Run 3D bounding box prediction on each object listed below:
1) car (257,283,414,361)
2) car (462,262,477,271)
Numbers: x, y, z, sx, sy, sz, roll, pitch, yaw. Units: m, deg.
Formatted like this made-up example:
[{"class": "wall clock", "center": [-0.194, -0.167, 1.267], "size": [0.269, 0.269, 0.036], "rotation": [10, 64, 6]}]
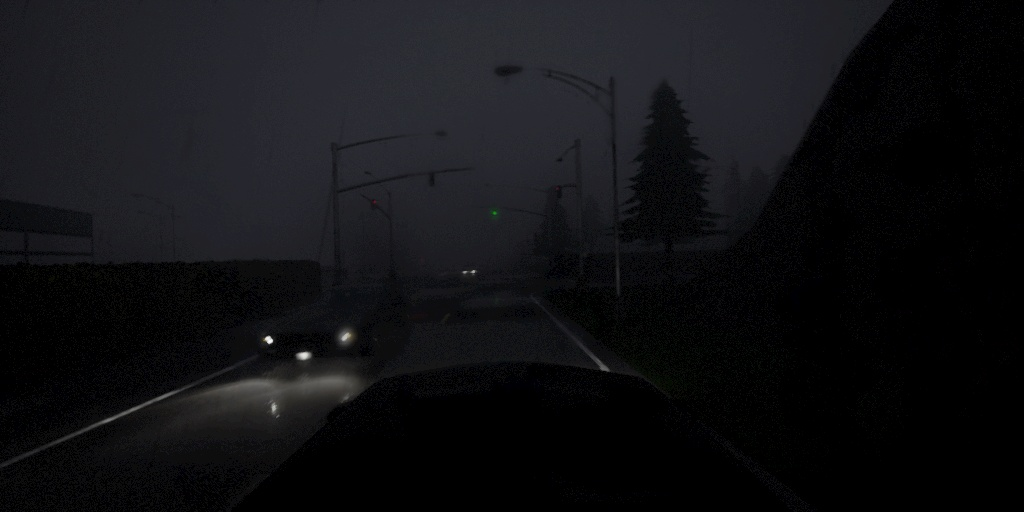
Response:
[{"class": "car", "center": [-3.885, 1.424, 9.118], "size": [2.033, 1.411, 5.357], "rotation": [-2, 0, -3]}, {"class": "car", "center": [-6.523, 1.608, 55.602], "size": [1.994, 1.385, 4.181], "rotation": [-2, 0, -3]}]
